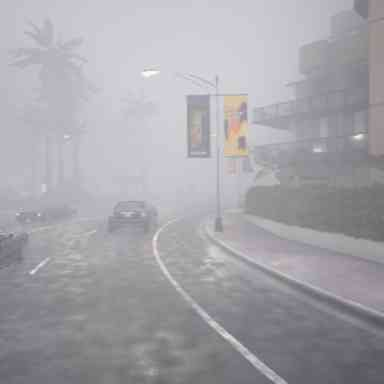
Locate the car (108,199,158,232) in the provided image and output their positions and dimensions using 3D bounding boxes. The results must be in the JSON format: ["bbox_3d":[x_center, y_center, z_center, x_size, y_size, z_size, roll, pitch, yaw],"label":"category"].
[{"bbox_3d":[-3.214,1.174,18.802,2.097,1.767,4.553,-1,1,0],"label":"car"}]

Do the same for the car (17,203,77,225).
[{"bbox_3d":[-10.005,1.466,23.170,1.895,1.301,4.718,-1,1,9],"label":"car"}]

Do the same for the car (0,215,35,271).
[{"bbox_3d":[-5.889,1.572,8.960,1.895,1.301,4.718,-1,1,-13],"label":"car"}]
